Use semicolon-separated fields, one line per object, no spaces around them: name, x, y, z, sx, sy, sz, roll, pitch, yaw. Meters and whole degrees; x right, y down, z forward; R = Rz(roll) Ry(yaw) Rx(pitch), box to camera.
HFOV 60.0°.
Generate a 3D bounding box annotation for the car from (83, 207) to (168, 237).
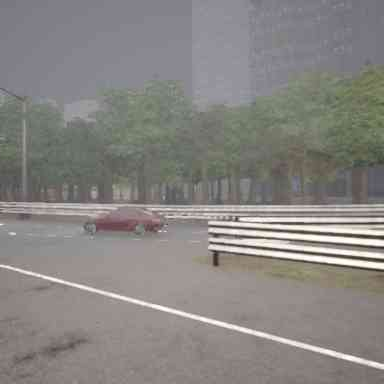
car;-3.614;1.550;18.073;4.674;1.442;1.812;0;0;16
